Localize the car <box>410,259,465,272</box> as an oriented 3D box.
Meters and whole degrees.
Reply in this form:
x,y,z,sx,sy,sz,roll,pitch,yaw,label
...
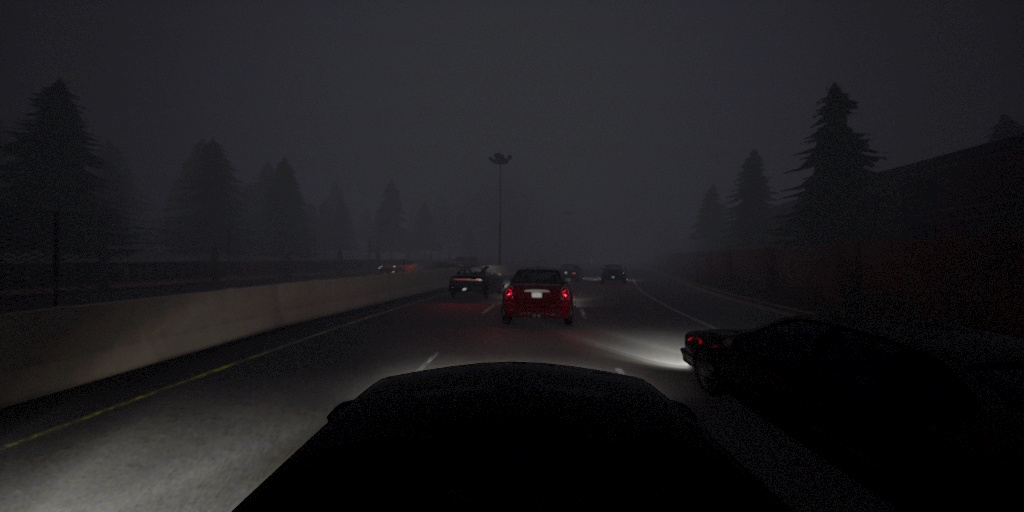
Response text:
x,y,z,sx,sy,sz,roll,pitch,yaw,label
-6.158,1.270,30.385,2.128,1.511,4.902,0,0,16,car

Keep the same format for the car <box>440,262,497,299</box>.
x,y,z,sx,sy,sz,roll,pitch,yaw,label
-1.679,1.267,18.170,2.128,1.511,4.902,0,0,10,car

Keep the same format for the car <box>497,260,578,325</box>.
x,y,z,sx,sy,sz,roll,pitch,yaw,label
0.940,1.128,12.194,2.097,1.767,4.553,0,0,6,car

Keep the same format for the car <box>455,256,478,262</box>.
x,y,z,sx,sy,sz,roll,pitch,yaw,label
-5.888,1.028,43.461,2.150,2.045,5.566,0,0,17,car

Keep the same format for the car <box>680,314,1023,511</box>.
x,y,z,sx,sy,sz,roll,pitch,yaw,label
3.670,1.319,3.567,2.033,1.411,5.357,0,0,2,car

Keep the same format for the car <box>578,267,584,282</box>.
x,y,z,sx,sy,sz,roll,pitch,yaw,label
4.941,1.379,30.414,2.033,1.411,5.357,0,0,17,car

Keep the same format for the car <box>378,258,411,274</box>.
x,y,z,sx,sy,sz,roll,pitch,yaw,label
-11.624,1.118,36.712,2.097,1.767,4.553,0,0,17,car

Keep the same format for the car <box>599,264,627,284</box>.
x,y,z,sx,sy,sz,roll,pitch,yaw,label
8.003,1.367,28.298,1.812,1.442,4.674,0,0,16,car
